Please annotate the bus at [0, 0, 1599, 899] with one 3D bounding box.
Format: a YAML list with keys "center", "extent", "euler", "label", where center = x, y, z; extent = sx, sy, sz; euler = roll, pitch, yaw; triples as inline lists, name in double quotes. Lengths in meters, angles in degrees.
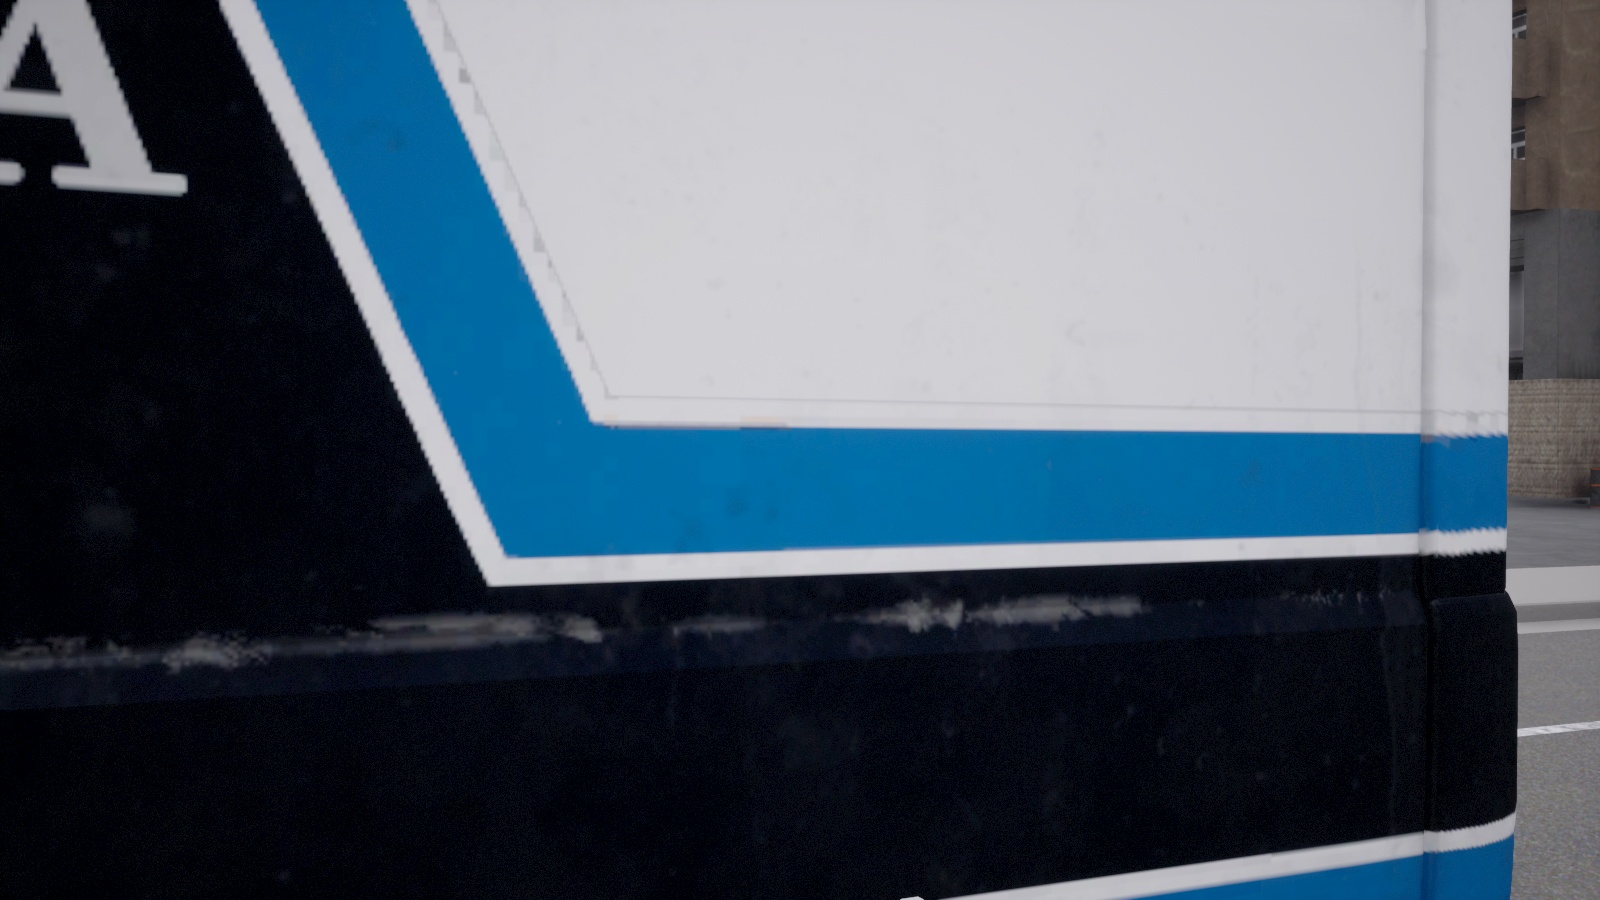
- center: [-4.445, -0.550, 1.569]
  extent: [10.273, 4.253, 3.944]
  euler: [-1, 1, -21]
  label: "bus"
